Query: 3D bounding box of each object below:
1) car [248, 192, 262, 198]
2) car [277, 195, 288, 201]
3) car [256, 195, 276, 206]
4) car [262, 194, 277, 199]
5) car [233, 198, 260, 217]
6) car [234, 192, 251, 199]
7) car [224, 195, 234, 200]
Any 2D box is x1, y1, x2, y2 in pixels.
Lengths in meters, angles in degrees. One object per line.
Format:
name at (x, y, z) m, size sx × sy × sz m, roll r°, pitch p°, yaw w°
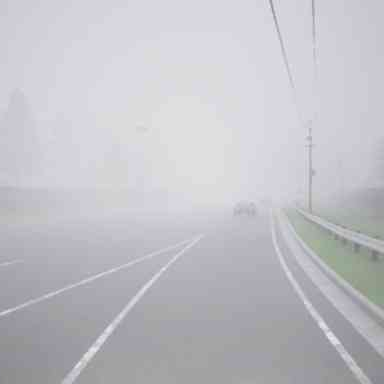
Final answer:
car at (16.811, 1.405, 87.490) m, size 1.812 × 1.442 × 4.674 m, roll 0°, pitch 0°, yaw 20°
car at (23.533, 1.431, 85.490) m, size 2.128 × 1.511 × 4.902 m, roll 0°, pitch 0°, yaw 20°
car at (11.753, 1.538, 52.732) m, size 1.895 × 1.301 × 4.718 m, roll 0°, pitch 0°, yaw 20°
car at (19.959, 1.418, 85.903) m, size 2.128 × 1.511 × 4.902 m, roll 0°, pitch 0°, yaw 20°
car at (5.089, 1.558, 31.190) m, size 1.895 × 1.301 × 4.718 m, roll 0°, pitch 0°, yaw 14°
car at (13.391, 1.093, 88.322) m, size 2.150 × 2.045 × 5.566 m, roll 0°, pitch 0°, yaw 20°
car at (10.090, 1.395, 89.490) m, size 2.033 × 1.411 × 5.357 m, roll 0°, pitch 0°, yaw 20°
